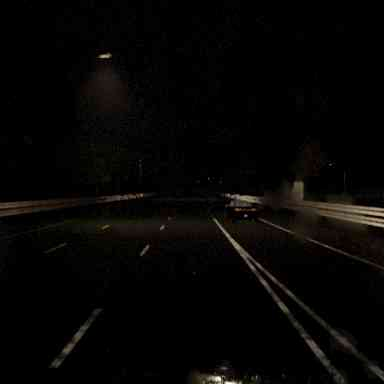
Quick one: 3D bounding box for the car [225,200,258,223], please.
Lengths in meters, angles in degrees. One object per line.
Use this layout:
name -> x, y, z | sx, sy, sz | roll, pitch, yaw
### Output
car -> 3.503, 1.345, 24.089 | 2.128, 1.511, 4.902 | 0, 0, 0
